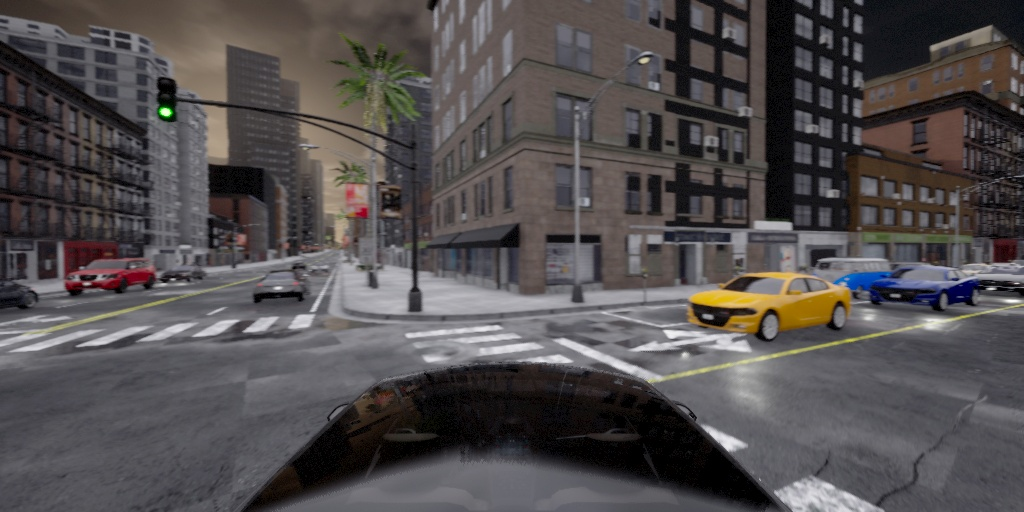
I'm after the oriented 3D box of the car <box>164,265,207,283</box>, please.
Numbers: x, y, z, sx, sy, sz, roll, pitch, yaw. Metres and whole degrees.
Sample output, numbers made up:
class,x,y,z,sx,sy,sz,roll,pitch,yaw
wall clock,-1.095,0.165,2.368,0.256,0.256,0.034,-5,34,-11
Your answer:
class,x,y,z,sx,sy,sz,roll,pitch,yaw
car,-28.503,1.508,31.324,2.033,1.411,5.357,-1,0,-25

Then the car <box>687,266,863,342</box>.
class,x,y,z,sx,sy,sz,roll,pitch,yaw
car,7.003,1.190,9.744,5.008,1.535,1.882,0,1,-25

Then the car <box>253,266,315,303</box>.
class,x,y,z,sx,sy,sz,roll,pitch,yaw
car,-10.897,1.356,17.201,1.994,1.385,4.181,-1,0,-25

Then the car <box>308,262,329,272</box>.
class,x,y,z,sx,sy,sz,roll,pitch,yaw
car,-24.681,1.465,46.246,1.895,1.301,4.718,-1,0,-25

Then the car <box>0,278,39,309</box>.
class,x,y,z,sx,sy,sz,roll,pitch,yaw
car,-19.903,1.473,12.984,1.994,1.385,4.181,-1,0,-25

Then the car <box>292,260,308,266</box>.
class,x,y,z,sx,sy,sz,roll,pitch,yaw
car,-32.136,1.418,54.369,1.837,1.490,4.892,-1,0,-25

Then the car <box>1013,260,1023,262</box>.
class,x,y,z,sx,sy,sz,roll,pitch,yaw
car,35.714,1.149,26.026,4.207,1.307,1.802,0,0,-25

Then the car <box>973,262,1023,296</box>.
class,x,y,z,sx,sy,sz,roll,pitch,yaw
car,25.483,1.181,18.384,5.357,1.411,2.033,0,1,-25

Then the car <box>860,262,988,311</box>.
class,x,y,z,sx,sy,sz,roll,pitch,yaw
car,16.107,1.149,14.005,5.008,1.535,1.882,0,1,-25

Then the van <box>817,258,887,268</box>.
class,x,y,z,sx,sy,sz,roll,pitch,yaw
van,15.801,0.980,16.707,3.998,1.789,1.690,0,0,-25

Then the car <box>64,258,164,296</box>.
class,x,y,z,sx,sy,sz,roll,pitch,yaw
car,-24.074,1.159,21.825,2.150,2.045,5.566,-1,0,-25
